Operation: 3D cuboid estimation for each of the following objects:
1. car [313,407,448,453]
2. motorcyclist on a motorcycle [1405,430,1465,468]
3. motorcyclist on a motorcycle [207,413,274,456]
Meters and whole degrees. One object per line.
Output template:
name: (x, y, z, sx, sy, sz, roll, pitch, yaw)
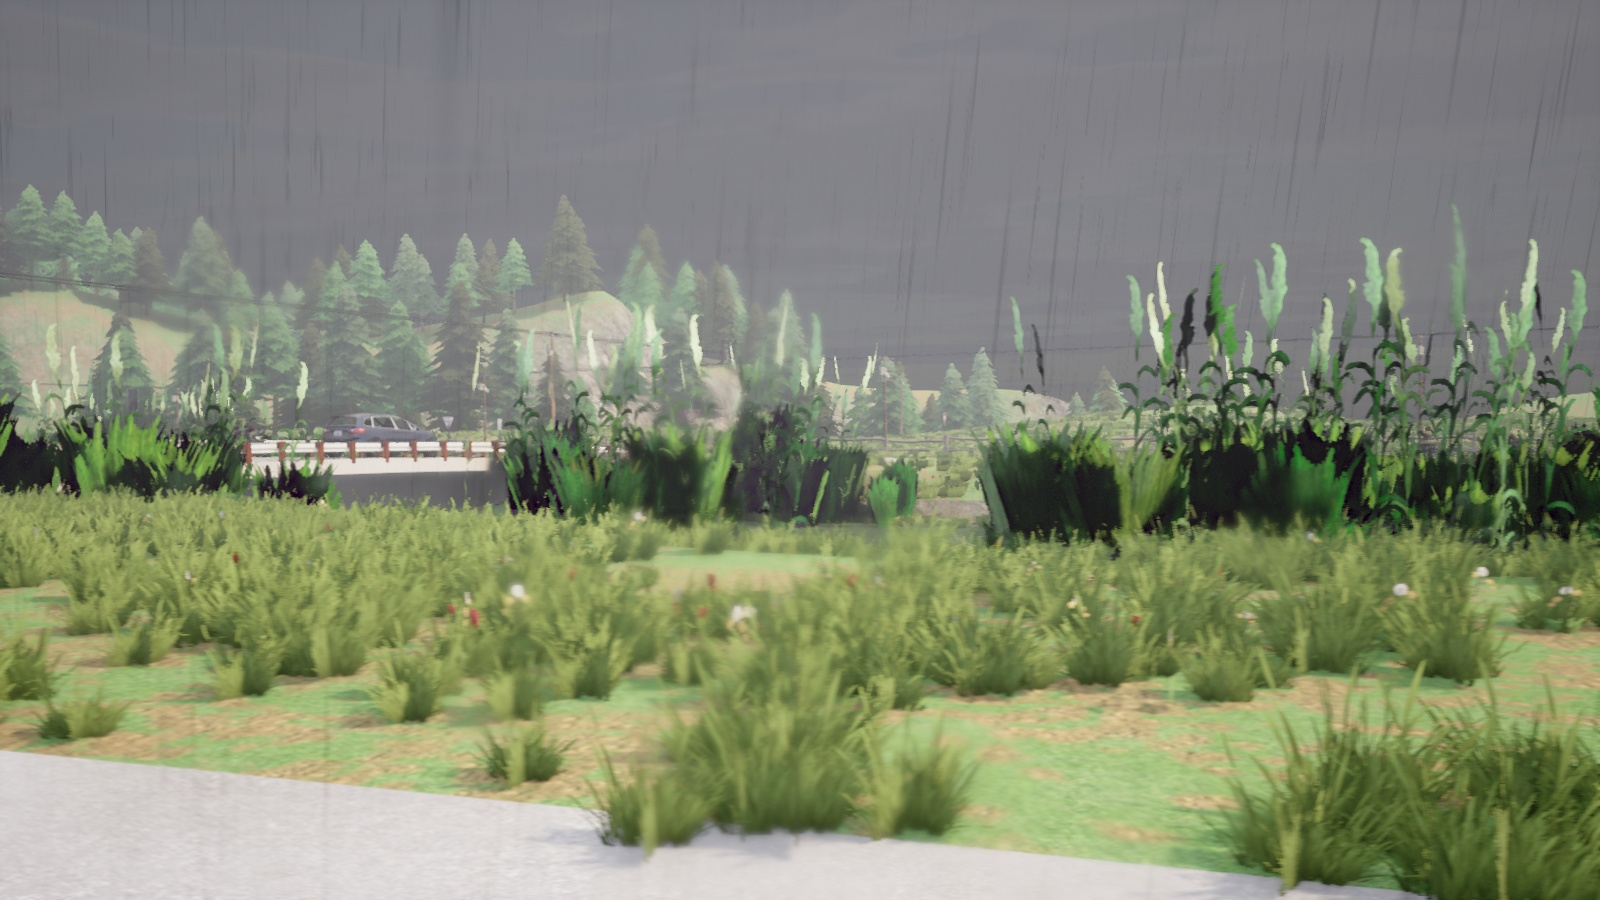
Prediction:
car: (-15.813, -0.718, 47.631, 2.242, 1.667, 4.611, 0, 0, 26)
motorcyclist on a motorcycle: (28.220, -0.040, 55.853, 2.350, 1.649, 0.766, 1, 1, 24)
motorcyclist on a motorcycle: (-20.500, -0.551, 46.068, 0.866, 1.530, 2.191, 0, 1, 26)
